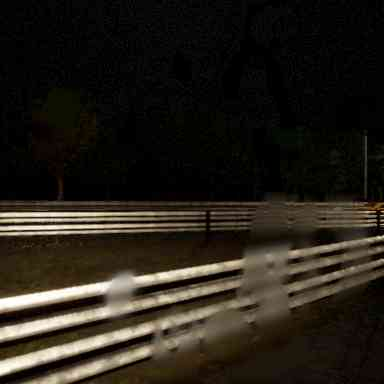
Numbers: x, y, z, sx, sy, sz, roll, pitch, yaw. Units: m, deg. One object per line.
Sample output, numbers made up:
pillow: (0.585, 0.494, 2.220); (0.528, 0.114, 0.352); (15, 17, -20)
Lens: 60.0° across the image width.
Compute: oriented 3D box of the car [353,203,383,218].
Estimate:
car: (14.728, 1.526, 25.569); (5.008, 1.535, 1.882); (1, -1, -19)
